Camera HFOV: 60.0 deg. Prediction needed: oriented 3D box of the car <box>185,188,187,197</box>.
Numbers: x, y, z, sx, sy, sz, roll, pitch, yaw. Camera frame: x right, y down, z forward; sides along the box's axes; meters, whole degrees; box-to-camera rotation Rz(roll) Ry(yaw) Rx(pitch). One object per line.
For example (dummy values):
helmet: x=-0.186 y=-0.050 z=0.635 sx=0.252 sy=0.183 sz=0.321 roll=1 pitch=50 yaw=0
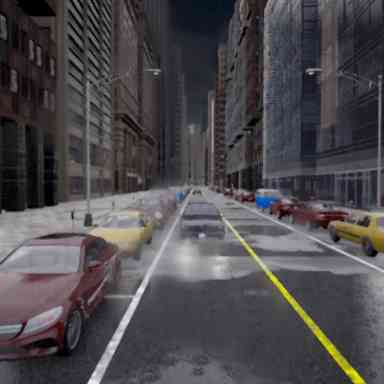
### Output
car: x=-1.945 y=0.495 z=45.003 sx=1.802 sy=1.307 sz=4.206 roll=0 pitch=1 yaw=1

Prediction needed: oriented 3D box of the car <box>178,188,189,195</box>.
car: x=-1.716 y=-0.058 z=67.402 sx=1.947 sy=1.339 sz=4.313 roll=0 pitch=1 yaw=1

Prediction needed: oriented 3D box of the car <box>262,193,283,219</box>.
car: x=6.351 y=1.010 z=22.524 sx=1.887 sy=1.381 sz=4.507 roll=0 pitch=1 yaw=1

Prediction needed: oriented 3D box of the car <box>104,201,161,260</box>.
car: x=-2.289 y=1.248 z=11.232 sx=1.752 sy=1.417 sz=4.829 roll=0 pitch=1 yaw=1

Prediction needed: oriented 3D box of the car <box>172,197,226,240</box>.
car: x=0.411 y=1.183 z=15.033 sx=2.033 sy=1.411 sz=5.357 roll=0 pitch=1 yaw=1

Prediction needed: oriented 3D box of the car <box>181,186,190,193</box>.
car: x=-1.543 y=-0.709 z=84.196 sx=2.192 sy=1.841 sz=5.009 roll=0 pitch=1 yaw=1

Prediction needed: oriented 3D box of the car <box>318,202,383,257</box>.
car: x=6.239 y=1.255 z=11.493 sx=1.752 sy=1.417 sz=4.829 roll=0 pitch=1 yaw=1

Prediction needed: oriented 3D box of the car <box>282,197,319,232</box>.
car: x=6.294 y=1.144 z=16.924 sx=1.887 sy=1.381 sz=4.507 roll=0 pitch=1 yaw=1

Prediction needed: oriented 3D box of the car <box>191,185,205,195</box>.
car: x=1.058 y=-0.106 z=68.813 sx=2.033 sy=1.411 sz=5.357 roll=0 pitch=1 yaw=1

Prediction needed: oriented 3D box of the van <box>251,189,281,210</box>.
van: x=6.410 y=0.672 z=28.119 sx=1.690 sy=1.788 sz=3.998 roll=0 pitch=1 yaw=1

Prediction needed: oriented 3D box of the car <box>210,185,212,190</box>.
car: x=7.095 y=-0.832 z=95.325 sx=1.967 sy=1.590 sz=4.097 roll=0 pitch=1 yaw=1

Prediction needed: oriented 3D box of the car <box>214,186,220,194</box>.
car: x=6.923 y=-0.310 z=78.528 sx=1.947 sy=1.339 sz=4.313 roll=0 pitch=1 yaw=1

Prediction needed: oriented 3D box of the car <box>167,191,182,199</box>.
car: x=-2.116 y=0.860 z=28.203 sx=1.887 sy=1.381 sz=4.507 roll=0 pitch=1 yaw=1

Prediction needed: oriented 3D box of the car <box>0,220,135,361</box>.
car: x=-2.345 y=1.435 z=5.803 sx=1.802 sy=1.307 sz=4.206 roll=0 pitch=1 yaw=1

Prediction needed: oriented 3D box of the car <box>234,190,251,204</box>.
car: x=6.523 y=0.607 z=39.326 sx=1.887 sy=1.381 sz=4.507 roll=0 pitch=1 yaw=1

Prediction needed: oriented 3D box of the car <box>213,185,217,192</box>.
car: x=6.980 y=-0.443 z=84.128 sx=1.947 sy=1.339 sz=4.313 roll=0 pitch=1 yaw=1

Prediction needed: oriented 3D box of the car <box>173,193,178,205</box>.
car: x=-2.174 y=0.995 z=22.602 sx=1.887 sy=1.381 sz=4.507 roll=0 pitch=1 yaw=1

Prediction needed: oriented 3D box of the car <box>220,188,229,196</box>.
car: x=6.752 y=0.070 z=61.726 sx=1.887 sy=1.381 sz=4.507 roll=0 pitch=1 yaw=1

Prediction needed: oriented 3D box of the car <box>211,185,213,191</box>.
car: x=7.037 y=-0.590 z=89.727 sx=2.008 sy=1.369 sz=4.403 roll=0 pitch=1 yaw=1

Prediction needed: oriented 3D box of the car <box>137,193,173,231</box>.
car: x=-2.230 y=1.025 z=17.000 sx=1.967 sy=1.590 sz=4.097 roll=0 pitch=1 yaw=1

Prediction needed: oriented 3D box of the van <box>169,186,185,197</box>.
van: x=-2.001 y=0.388 z=39.398 sx=1.690 sy=1.788 sz=3.998 roll=0 pitch=1 yaw=1

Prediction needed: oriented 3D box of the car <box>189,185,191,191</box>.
car: x=-1.773 y=-0.050 z=61.799 sx=1.967 sy=1.590 sz=4.097 roll=0 pitch=1 yaw=1

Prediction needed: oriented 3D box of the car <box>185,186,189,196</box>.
car: x=-1.887 y=0.219 z=50.599 sx=1.967 sy=1.590 sz=4.097 roll=0 pitch=1 yaw=1

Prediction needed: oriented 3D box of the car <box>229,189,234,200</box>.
car: x=6.581 y=0.368 z=44.923 sx=1.967 sy=1.590 sz=4.097 roll=0 pitch=1 yaw=1

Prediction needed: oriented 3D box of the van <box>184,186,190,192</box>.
van: x=-1.429 y=-0.946 z=95.395 sx=1.690 sy=1.788 sz=3.998 roll=0 pitch=1 yaw=1
